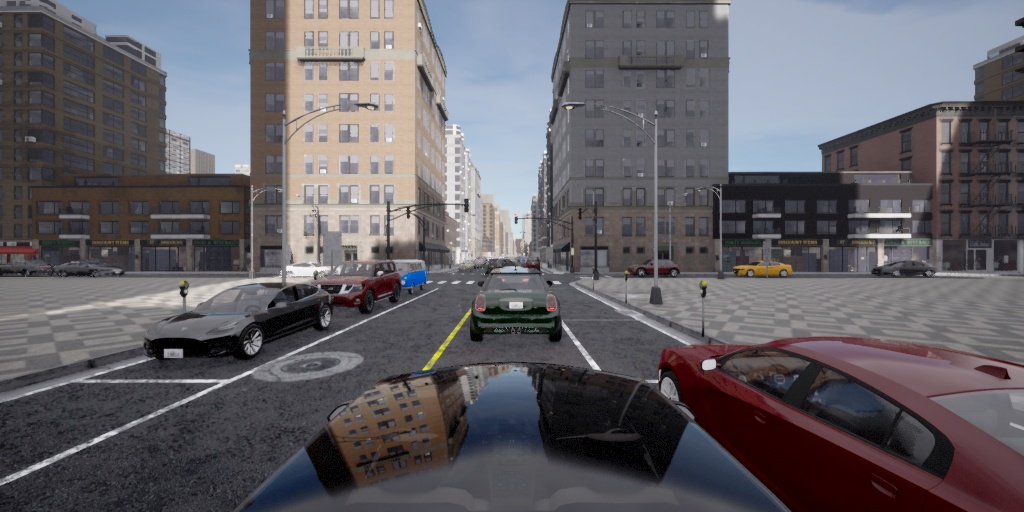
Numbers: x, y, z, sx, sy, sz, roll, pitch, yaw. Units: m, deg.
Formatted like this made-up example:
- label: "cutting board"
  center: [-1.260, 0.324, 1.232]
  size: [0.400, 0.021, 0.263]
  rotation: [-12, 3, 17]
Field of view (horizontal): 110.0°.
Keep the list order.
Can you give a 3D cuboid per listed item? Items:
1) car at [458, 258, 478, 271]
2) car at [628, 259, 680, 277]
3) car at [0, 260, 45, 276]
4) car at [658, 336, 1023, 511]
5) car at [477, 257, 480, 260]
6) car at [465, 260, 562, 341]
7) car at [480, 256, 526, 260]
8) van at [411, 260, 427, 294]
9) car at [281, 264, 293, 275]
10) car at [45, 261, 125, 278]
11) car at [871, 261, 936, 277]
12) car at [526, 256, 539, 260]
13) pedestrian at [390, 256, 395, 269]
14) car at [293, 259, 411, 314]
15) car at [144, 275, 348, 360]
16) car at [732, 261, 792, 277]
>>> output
- label: "car"
  center: [-5.901, 1.211, 46.518]
  size: [1.751, 1.417, 4.829]
  rotation: [0, 0, 0]
- label: "car"
  center: [13.427, 1.059, 34.229]
  size: [4.553, 1.767, 2.097]
  rotation: [0, 0, 1]
- label: "car"
  center: [-47.586, 1.184, 35.045]
  size: [4.902, 1.511, 2.128]
  rotation: [0, 0, 1]
- label: "car"
  center: [2.667, 1.295, 2.731]
  size: [1.888, 1.381, 4.507]
  rotation: [0, 0, 0]
- label: "car"
  center: [-5.907, 1.237, 52.343]
  size: [1.948, 1.339, 4.313]
  rotation: [0, 0, 0]
- label: "car"
  center: [0.090, 1.102, 10.005]
  size: [2.097, 1.767, 4.553]
  rotation: [0, 0, 0]
- label: "car"
  center: [-0.868, 1.055, 37.572]
  size: [2.097, 1.767, 4.553]
  rotation: [-1, 0, 32]
- label: "van"
  center: [-5.875, 1.088, 19.670]
  size: [1.690, 1.789, 3.998]
  rotation: [0, 0, 0]
- label: "car"
  center: [-17.655, 1.234, 31.465]
  size: [4.674, 1.442, 1.812]
  rotation: [1, 0, 1]
- label: "car"
  center: [-37.309, 1.198, 31.756]
  size: [4.902, 1.511, 2.128]
  rotation: [0, 0, 1]
- label: "car"
  center: [36.912, 1.225, 33.867]
  size: [4.892, 1.490, 1.837]
  rotation: [-1, 0, 1]
- label: "car"
  center: [2.625, 1.001, 46.669]
  size: [2.192, 1.841, 5.009]
  rotation: [0, 0, 0]
- label: "pedestrian"
  center: [-12.586, 0.845, 37.629]
  size: [0.375, 1.860, 0.375]
  rotation: [0, 0, 1]
- label: "car"
  center: [-5.870, 1.064, 14.029]
  size: [2.192, 1.841, 5.009]
  rotation: [0, 0, 0]
- label: "car"
  center: [-5.864, 1.315, 8.388]
  size: [1.948, 1.339, 4.313]
  rotation: [0, 0, 0]
- label: "car"
  center: [23.691, 1.190, 34.074]
  size: [5.008, 1.535, 1.882]
  rotation: [0, 0, 1]
